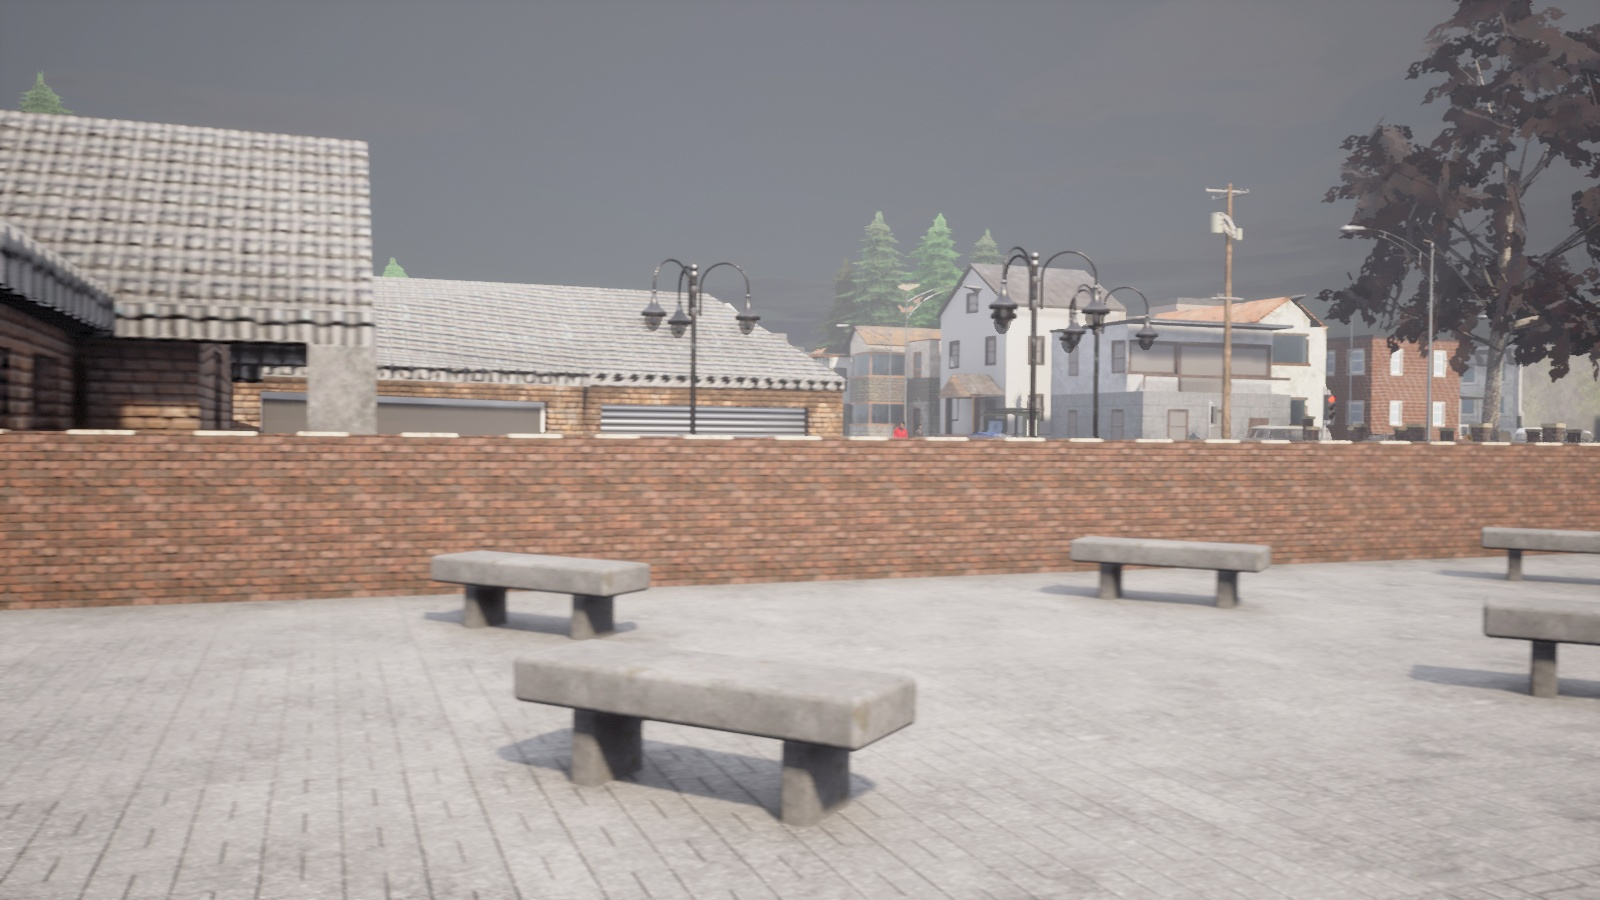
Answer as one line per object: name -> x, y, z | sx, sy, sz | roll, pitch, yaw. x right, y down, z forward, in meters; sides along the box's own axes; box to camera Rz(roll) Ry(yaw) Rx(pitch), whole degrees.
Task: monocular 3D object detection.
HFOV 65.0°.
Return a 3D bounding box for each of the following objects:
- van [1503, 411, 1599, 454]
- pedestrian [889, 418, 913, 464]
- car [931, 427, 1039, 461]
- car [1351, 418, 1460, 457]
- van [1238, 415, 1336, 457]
van -> 37.294, -0.891, 62.091 | 4.480, 2.038, 2.069 | -1, 1, -23
pedestrian -> 4.026, -0.360, 50.122 | 0.634, 1.844, 0.899 | -1, 1, -21
car -> 8.894, -0.308, 60.729 | 1.882, 1.535, 5.008 | -2, 2, -44
car -> 28.257, -0.602, 58.630 | 4.553, 1.767, 2.097 | -1, 1, -23
van -> 23.771, -0.702, 61.297 | 4.442, 1.987, 1.775 | -1, 1, -21
